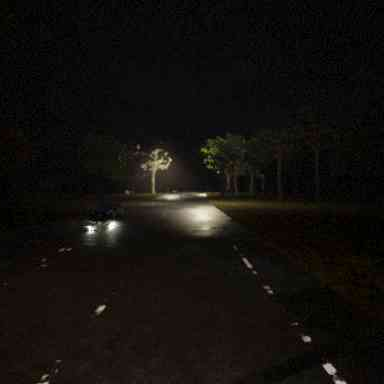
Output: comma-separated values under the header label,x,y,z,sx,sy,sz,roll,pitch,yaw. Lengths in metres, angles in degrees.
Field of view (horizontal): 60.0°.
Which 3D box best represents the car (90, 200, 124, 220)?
label,x,y,z,sx,sy,sz,roll,pitch,yaw
car,-7.003,1.451,27.742,1.882,1.535,5.008,0,0,0
